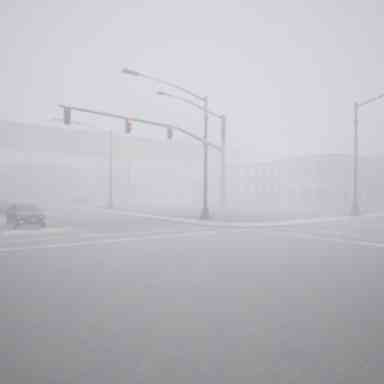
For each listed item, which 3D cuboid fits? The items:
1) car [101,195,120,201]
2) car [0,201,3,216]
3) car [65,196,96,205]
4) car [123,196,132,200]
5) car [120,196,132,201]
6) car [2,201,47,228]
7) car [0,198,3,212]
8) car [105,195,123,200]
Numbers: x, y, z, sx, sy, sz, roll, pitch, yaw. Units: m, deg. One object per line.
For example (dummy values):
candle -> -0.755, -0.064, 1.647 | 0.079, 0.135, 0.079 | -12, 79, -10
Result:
car -> -21.073, 1.704, 89.702 | 4.974, 1.542, 2.038 | 0, 0, 24
car -> -17.643, 1.551, 30.836 | 2.033, 1.411, 5.357 | 1, 0, -37
car -> -21.474, 1.670, 63.244 | 2.033, 1.411, 5.357 | 0, 0, 29
car -> -17.349, 1.580, 89.874 | 1.853, 1.218, 4.536 | 1, 0, -6
car -> -17.344, 1.738, 89.822 | 2.038, 1.542, 4.974 | 1, 0, -6
car -> -11.337, 1.525, 22.640 | 1.837, 1.490, 4.892 | 1, 0, -37
car -> -23.639, 1.482, 39.373 | 2.128, 1.511, 4.902 | 1, 0, -31
car -> -21.120, 1.546, 89.723 | 4.536, 1.218, 1.853 | 0, 0, 24
